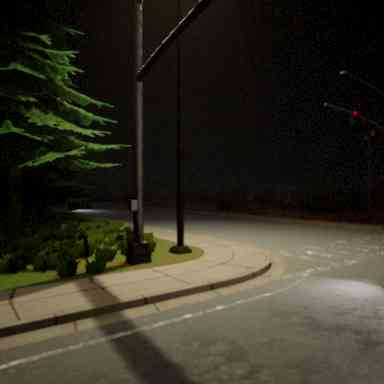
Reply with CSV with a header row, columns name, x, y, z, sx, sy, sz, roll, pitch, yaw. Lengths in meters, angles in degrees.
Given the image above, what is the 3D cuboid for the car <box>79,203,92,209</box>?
name,x,y,z,sx,sy,sz,roll,pitch,yaw
car,-14.116,1.521,41.976,1.994,1.385,4.181,0,0,-34

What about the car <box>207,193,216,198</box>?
name,x,y,z,sx,sy,sz,roll,pitch,yaw
car,5.003,1.081,76.287,4.553,1.767,2.097,0,0,-32
